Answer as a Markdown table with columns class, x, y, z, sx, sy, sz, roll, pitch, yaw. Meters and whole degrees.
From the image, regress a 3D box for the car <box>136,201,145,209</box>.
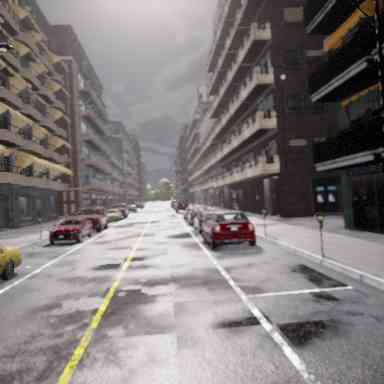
| class | x | y | z | sx | sy | sz | roll | pitch | yaw |
| --- | --- | --- | --- | --- | --- | --- | --- | --- | --- |
| car | -12.179 | 3.006 | 75.691 | 2.192 | 1.841 | 5.009 | -2 | -1 | -5 |

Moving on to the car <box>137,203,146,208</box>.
| class | x | y | z | sx | sy | sz | roll | pitch | yaw |
| --- | --- | --- | --- | --- | --- | --- | --- | --- | --- |
| car | -13.148 | 3.479 | 86.779 | 1.802 | 1.307 | 4.206 | -2 | -1 | -5 |

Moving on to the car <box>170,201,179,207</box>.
| class | x | y | z | sx | sy | sz | roll | pitch | yaw |
| --- | --- | --- | --- | --- | --- | --- | --- | --- | --- |
| car | -4.321 | 2.896 | 81.946 | 1.947 | 1.339 | 4.313 | -2 | -1 | -5 |

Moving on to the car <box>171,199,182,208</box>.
| class | x | y | z | sx | sy | sz | roll | pitch | yaw |
| --- | --- | --- | --- | --- | --- | --- | --- | --- | --- |
| car | -3.352 | 2.439 | 70.858 | 2.192 | 1.841 | 5.009 | -2 | -1 | -5 |

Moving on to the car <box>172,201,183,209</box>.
| class | x | y | z | sx | sy | sz | roll | pitch | yaw |
| --- | --- | --- | --- | --- | --- | --- | --- | --- | --- |
| car | -2.852 | 2.566 | 65.309 | 1.887 | 1.381 | 4.507 | -2 | -1 | -5 |

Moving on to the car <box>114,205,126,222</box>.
| class | x | y | z | sx | sy | sz | roll | pitch | yaw |
| --- | --- | --- | --- | --- | --- | --- | --- | --- | --- |
| car | -8.724 | 2.495 | 36.702 | 1.752 | 1.417 | 4.829 | -2 | -1 | -5 |

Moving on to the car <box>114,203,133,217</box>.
| class | x | y | z | sx | sy | sz | roll | pitch | yaw |
| --- | --- | --- | --- | --- | --- | --- | --- | --- | --- |
| car | -9.238 | 2.390 | 42.420 | 2.192 | 1.841 | 5.009 | -2 | -1 | -5 |

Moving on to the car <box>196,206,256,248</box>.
| class | x | y | z | sx | sy | sz | roll | pitch | yaw |
| --- | --- | --- | --- | --- | --- | --- | --- | --- | --- |
| car | 1.556 | 1.545 | 15.403 | 1.967 | 1.590 | 4.097 | -2 | -1 | -5 |

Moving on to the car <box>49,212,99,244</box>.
| class | x | y | z | sx | sy | sz | roll | pitch | yaw |
| --- | --- | --- | --- | --- | --- | --- | --- | --- | --- |
| car | -7.267 | 2.214 | 20.235 | 1.887 | 1.381 | 4.507 | -2 | -1 | -5 |

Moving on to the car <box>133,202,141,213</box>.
| class | x | y | z | sx | sy | sz | roll | pitch | yaw |
| --- | --- | --- | --- | --- | --- | --- | --- | --- | --- |
| car | -10.698 | 2.948 | 59.053 | 1.947 | 1.339 | 4.313 | -2 | -1 | -5 |

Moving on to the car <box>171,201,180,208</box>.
| class | x | y | z | sx | sy | sz | roll | pitch | yaw |
| --- | --- | --- | --- | --- | --- | --- | --- | --- | --- |
| car | -3.832 | 2.777 | 76.400 | 2.008 | 1.369 | 4.403 | -2 | -1 | -5 |

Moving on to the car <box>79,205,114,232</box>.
| class | x | y | z | sx | sy | sz | roll | pitch | yaw |
| --- | --- | --- | --- | --- | --- | --- | --- | --- | --- |
| car | -7.767 | 2.086 | 25.784 | 2.192 | 1.841 | 5.009 | -2 | -1 | -5 |

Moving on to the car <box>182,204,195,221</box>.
| class | x | y | z | sx | sy | sz | roll | pitch | yaw |
| --- | --- | --- | --- | --- | --- | --- | --- | --- | --- |
| car | 0.580 | 1.857 | 26.492 | 2.008 | 1.369 | 4.403 | -2 | -1 | -5 |

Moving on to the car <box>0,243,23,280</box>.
| class | x | y | z | sx | sy | sz | roll | pitch | yaw |
| --- | --- | --- | --- | --- | --- | --- | --- | --- | --- |
| car | -6.272 | 1.990 | 8.975 | 1.752 | 1.417 | 4.829 | -2 | -1 | -5 |

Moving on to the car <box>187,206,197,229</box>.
| class | x | y | z | sx | sy | sz | roll | pitch | yaw |
| --- | --- | --- | --- | --- | --- | --- | --- | --- | --- |
| car | 1.070 | 1.756 | 20.947 | 2.008 | 1.369 | 4.403 | -2 | -1 | -5 |

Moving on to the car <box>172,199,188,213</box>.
| class | x | y | z | sx | sy | sz | roll | pitch | yaw |
| --- | --- | --- | --- | --- | --- | --- | --- | --- | --- |
| car | -1.391 | 2.029 | 48.677 | 2.192 | 1.841 | 5.009 | -2 | -1 | -5 |

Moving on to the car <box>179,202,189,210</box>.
| class | x | y | z | sx | sy | sz | roll | pitch | yaw |
| --- | --- | --- | --- | --- | --- | --- | --- | --- | --- |
| car | 0.074 | 1.936 | 32.207 | 1.752 | 1.417 | 4.829 | -2 | -1 | -5 |
